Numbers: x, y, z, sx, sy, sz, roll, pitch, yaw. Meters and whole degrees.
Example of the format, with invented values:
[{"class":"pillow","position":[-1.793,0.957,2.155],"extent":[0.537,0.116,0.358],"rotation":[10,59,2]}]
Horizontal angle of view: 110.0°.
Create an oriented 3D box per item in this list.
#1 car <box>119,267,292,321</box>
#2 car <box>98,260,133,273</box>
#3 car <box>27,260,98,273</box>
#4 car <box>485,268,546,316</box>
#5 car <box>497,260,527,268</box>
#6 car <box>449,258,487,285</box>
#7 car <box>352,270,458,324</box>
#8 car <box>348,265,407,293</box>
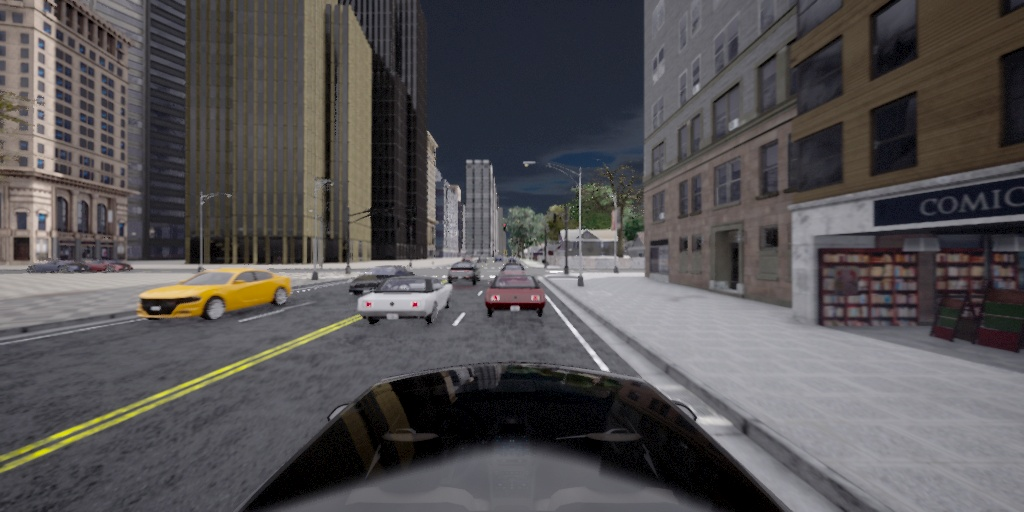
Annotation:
[{"class":"car","position":[-9.844,1.169,12.410],"extent":[1.882,1.535,5.008],"rotation":[0,0,0]},{"class":"car","position":[-43.425,1.092,38.373],"extent":[4.181,1.385,1.994],"rotation":[0,0,-6]},{"class":"car","position":[-44.090,1.079,35.022],"extent":[4.181,1.385,1.994],"rotation":[0,0,-6]},{"class":"car","position":[0.093,1.287,13.023],"extent":[1.895,1.301,4.718],"rotation":[0,0,0]},{"class":"car","position":[0.096,1.186,24.551],"extent":[1.994,1.385,4.181],"rotation":[0,0,0]},{"class":"car","position":[-3.152,1.115,24.337],"extent":[2.128,1.511,4.902],"rotation":[0,0,0]},{"class":"car","position":[-3.148,1.296,11.632],"extent":[1.895,1.301,4.718],"rotation":[0,0,-1]},{"class":"car","position":[-6.579,1.203,18.833],"extent":[2.033,1.411,5.357],"rotation":[0,0,0]}]
